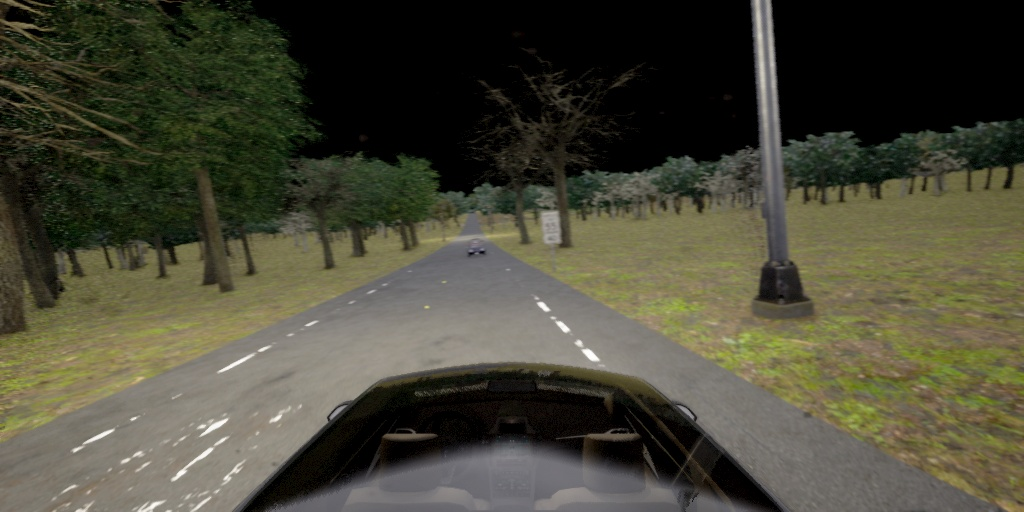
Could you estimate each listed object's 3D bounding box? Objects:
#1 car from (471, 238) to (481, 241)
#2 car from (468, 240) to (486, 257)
[{"bbox_3d":[-5.025,-1.701,50.403,2.097,1.767,4.553,-6,5,-5],"label":"car"},{"bbox_3d":[-3.850,-0.699,39.021,1.895,1.301,4.718,-6,4,-5],"label":"car"}]
